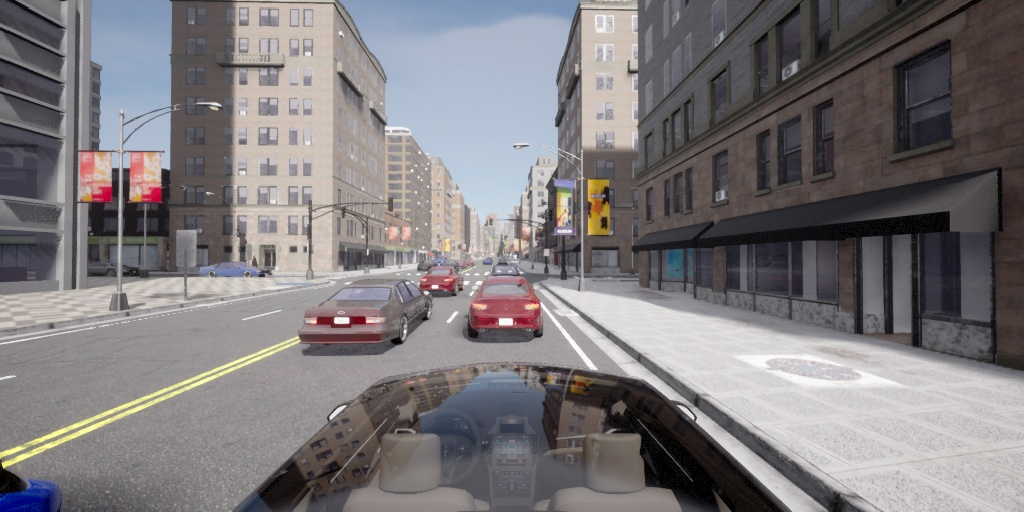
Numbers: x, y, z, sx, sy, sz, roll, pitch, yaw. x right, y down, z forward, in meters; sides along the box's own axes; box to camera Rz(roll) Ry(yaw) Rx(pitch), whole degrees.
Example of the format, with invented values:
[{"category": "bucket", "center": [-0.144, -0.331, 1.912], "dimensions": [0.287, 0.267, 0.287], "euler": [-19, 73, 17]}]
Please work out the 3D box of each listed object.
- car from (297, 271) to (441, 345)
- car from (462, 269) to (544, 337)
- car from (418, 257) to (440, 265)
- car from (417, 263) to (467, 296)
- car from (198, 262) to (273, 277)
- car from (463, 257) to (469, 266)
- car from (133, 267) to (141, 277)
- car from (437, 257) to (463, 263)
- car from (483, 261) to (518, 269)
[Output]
[{"category": "car", "center": [-3.409, 1.298, 9.469], "dimensions": [2.033, 1.411, 5.357], "euler": [0, 0, -2]}, {"category": "car", "center": [-0.179, 1.277, 10.150], "dimensions": [1.812, 1.442, 4.674], "euler": [0, 0, -1]}, {"category": "car", "center": [-11.082, 1.208, 47.241], "dimensions": [1.882, 1.535, 5.008], "euler": [0, 0, -1]}, {"category": "car", "center": [-3.660, 1.275, 19.057], "dimensions": [1.812, 1.442, 4.674], "euler": [0, 0, -1]}, {"category": "car", "center": [-23.667, 1.196, 30.735], "dimensions": [5.357, 1.411, 2.033], "euler": [0, -1, 1]}, {"category": "car", "center": [-8.024, 1.249, 54.741], "dimensions": [1.812, 1.442, 4.674], "euler": [0, 0, -1]}, {"category": "car", "center": [-34.080, 1.168, 30.407], "dimensions": [4.181, 1.385, 1.994], "euler": [0, -1, -1]}, {"category": "car", "center": [-7.785, 1.209, 45.538], "dimensions": [1.882, 1.535, 5.008], "euler": [0, 0, -2]}, {"category": "car", "center": [-0.405, 1.240, 19.234], "dimensions": [2.128, 1.511, 4.902], "euler": [0, 0, -3]}]
